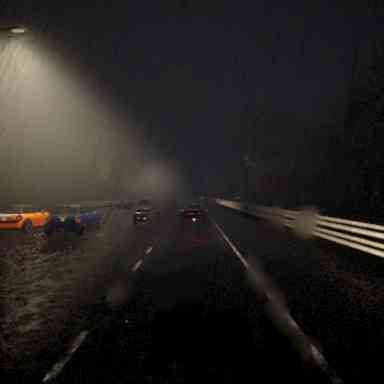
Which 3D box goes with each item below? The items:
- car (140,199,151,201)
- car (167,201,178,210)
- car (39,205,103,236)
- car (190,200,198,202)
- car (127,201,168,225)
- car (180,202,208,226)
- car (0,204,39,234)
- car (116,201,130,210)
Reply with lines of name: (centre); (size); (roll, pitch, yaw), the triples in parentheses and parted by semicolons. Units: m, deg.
car: (-6.737, 1.794, 49.079); (2.097, 1.767, 4.553); (0, -1, 2)
car: (-3.206, 2.003, 50.441); (2.033, 1.411, 5.357); (0, -1, 0)
car: (-6.863, 1.530, 19.815); (2.097, 1.767, 4.553); (0, 0, 0)
car: (0.303, 1.996, 52.040); (1.812, 1.442, 4.674); (0, 0, 0)
car: (-3.337, 1.723, 25.999); (2.128, 1.511, 4.902); (0, -1, 0)
car: (0.163, 1.734, 25.784); (1.837, 1.490, 4.892); (0, -1, 0)
car: (-10.360, 1.535, 20.554); (2.097, 1.767, 4.553); (0, -1, 0)
car: (-10.205, 2.060, 50.988); (1.895, 1.301, 4.718); (0, -1, 0)
